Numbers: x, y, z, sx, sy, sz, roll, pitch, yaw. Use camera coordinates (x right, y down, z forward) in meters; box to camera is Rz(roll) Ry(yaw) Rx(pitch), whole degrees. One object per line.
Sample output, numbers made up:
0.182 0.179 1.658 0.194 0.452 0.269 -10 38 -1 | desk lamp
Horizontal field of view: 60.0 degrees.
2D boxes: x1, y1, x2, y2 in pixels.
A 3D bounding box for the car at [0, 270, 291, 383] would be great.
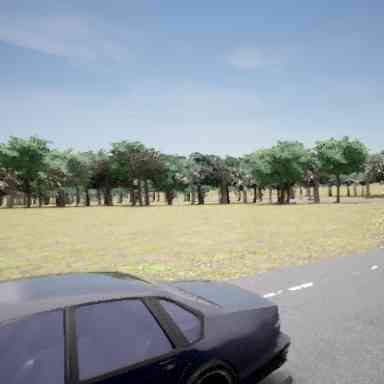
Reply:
-1.422 1.547 2.979 5.357 1.411 2.033 0 0 -36 | car
